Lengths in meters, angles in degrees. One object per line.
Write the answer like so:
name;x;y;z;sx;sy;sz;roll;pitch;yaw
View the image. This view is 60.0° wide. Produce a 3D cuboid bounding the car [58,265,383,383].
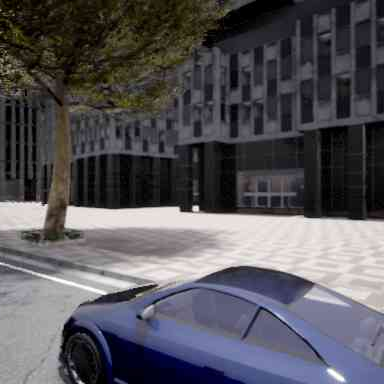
car;0.367;1.576;3.768;4.181;1.385;1.994;0;0;36
